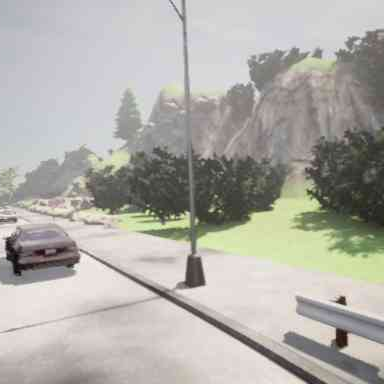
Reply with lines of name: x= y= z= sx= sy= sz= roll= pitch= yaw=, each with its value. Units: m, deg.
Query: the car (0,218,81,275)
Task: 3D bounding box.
car: x=-5.372 y=1.816 z=11.639 sx=2.033 sy=1.411 sz=5.357 roll=-2 pitch=0 yaw=-32

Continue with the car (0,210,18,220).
car: x=-19.232 y=2.539 z=34.498 sx=1.895 sy=1.301 sz=4.718 roll=-2 pitch=0 yaw=-31
